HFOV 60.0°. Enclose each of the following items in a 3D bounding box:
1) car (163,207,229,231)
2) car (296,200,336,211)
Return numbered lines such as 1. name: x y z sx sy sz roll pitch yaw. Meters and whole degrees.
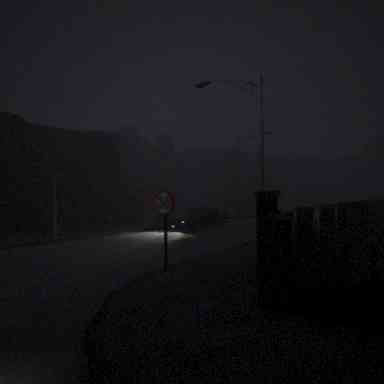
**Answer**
1. car: 0.436 1.685 22.145 2.033 1.411 5.357 -1 0 37
2. car: 15.373 1.671 41.152 5.357 1.411 2.033 0 0 -27
